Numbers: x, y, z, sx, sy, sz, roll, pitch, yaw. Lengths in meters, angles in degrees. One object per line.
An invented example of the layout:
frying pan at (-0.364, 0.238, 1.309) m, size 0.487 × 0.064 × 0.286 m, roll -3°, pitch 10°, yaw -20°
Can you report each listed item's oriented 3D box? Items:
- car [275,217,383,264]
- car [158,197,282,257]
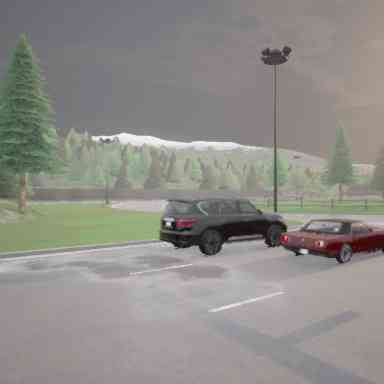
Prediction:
car at (5.365, 1.601, 11.844) m, size 4.718 × 1.301 × 1.895 m, roll 0°, pitch 0°, yaw -35°
car at (1.350, 1.221, 13.286) m, size 5.566 × 2.045 × 2.150 m, roll 0°, pitch 0°, yaw -35°
